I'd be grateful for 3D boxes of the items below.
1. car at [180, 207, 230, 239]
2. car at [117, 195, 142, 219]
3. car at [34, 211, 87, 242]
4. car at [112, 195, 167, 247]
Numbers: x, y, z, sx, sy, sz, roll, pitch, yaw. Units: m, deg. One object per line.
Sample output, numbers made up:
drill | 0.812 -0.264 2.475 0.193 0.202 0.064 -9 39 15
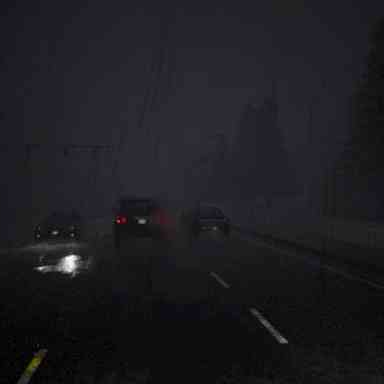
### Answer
car | 0.582 1.528 17.631 2.128 1.511 4.902 0 0 -11
car | -6.105 1.339 32.223 2.150 2.045 5.566 0 0 -12
car | -6.506 1.642 16.801 1.994 1.385 4.181 0 0 -12
car | -2.575 1.273 15.743 2.150 2.045 5.566 0 0 -13
